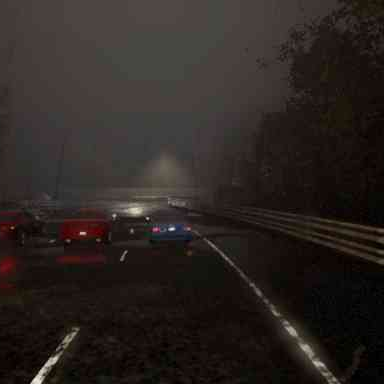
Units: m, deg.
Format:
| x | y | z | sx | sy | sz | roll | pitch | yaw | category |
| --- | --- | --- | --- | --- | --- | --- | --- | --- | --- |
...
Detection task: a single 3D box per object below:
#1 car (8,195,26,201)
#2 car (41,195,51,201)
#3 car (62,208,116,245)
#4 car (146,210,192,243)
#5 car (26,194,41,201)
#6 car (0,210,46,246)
| x | y | z | sx | sy | sz | roll | pitch | yaw | category |
| --- | --- | --- | --- | --- | --- | --- | --- | --- | --- |
| -42.142 | 1.467 | 78.989 | 4.892 | 1.490 | 1.837 | 0 | 0 | 40 | car |
| -37.454 | 1.483 | 84.188 | 4.674 | 1.442 | 1.812 | 0 | 0 | 40 | car |
| -4.644 | 1.483 | 15.517 | 1.882 | 1.535 | 5.008 | 0 | 0 | -8 | car |
| -1.180 | 1.561 | 16.018 | 2.033 | 1.411 | 5.357 | 0 | 0 | -8 | car |
| -39.775 | 1.318 | 81.569 | 4.553 | 1.767 | 2.097 | 0 | 0 | 40 | car |
| -8.108 | 1.531 | 15.015 | 1.812 | 1.442 | 4.674 | 0 | 0 | -8 | car |
